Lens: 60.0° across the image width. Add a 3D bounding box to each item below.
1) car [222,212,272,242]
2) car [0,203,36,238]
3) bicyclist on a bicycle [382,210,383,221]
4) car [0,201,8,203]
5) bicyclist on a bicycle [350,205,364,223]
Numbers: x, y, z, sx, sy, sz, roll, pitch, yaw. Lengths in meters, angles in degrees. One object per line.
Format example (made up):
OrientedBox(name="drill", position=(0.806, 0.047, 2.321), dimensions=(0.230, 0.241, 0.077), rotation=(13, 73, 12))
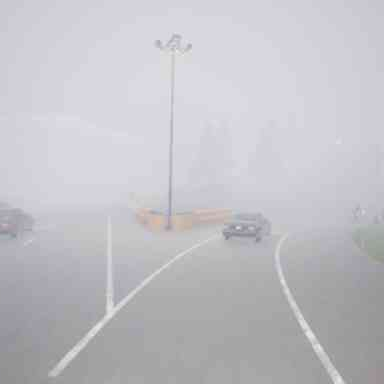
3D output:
OrientedBox(name="car", position=(3.110, 1.786, 18.103), dimensions=(2.033, 1.411, 5.357), rotation=(1, -1, 21))
OrientedBox(name="car", position=(-9.490, 1.492, 17.012), dimensions=(2.033, 1.411, 5.357), rotation=(1, -1, -14))
OrientedBox(name="bicyclist on a bicycle", position=(20.618, 2.218, 35.007), dimensions=(0.582, 1.620, 1.656), rotation=(1, -3, -13))
OrientedBox(name="car", position=(-15.429, 1.423, 26.432), dimensions=(1.812, 1.442, 4.674), rotation=(1, -1, -14))
OrientedBox(name="bicyclist on a bicycle", position=(15.788, 2.103, 31.729), dimensions=(1.656, 1.620, 0.582), rotation=(2, -1, -18))
